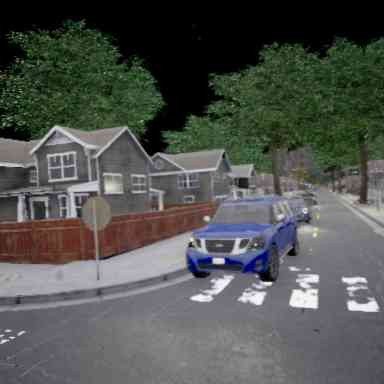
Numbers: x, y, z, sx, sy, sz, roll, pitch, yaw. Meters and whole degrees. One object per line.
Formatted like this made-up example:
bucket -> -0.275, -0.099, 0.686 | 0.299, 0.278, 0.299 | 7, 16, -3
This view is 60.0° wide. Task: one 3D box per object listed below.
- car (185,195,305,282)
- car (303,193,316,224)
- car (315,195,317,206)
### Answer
car -> 1.826, 1.214, 10.264 | 2.150, 2.045, 5.566 | -4, -1, 27
car -> 6.929, 1.163, 22.497 | 2.097, 1.767, 4.553 | -4, -1, 22
car -> 15.343, 0.881, 43.901 | 2.097, 1.767, 4.553 | -4, -1, 21
